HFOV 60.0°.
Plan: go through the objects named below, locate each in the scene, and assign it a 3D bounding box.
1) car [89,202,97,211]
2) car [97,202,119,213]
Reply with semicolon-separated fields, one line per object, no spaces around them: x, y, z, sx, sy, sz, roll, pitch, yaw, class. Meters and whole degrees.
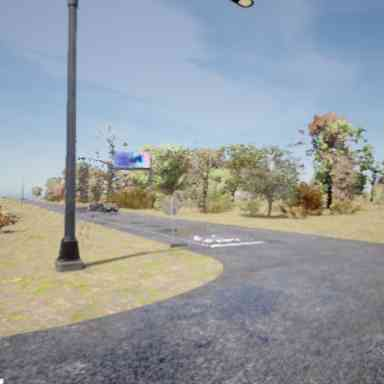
-16.803;2.581;58.466;1.837;1.490;4.892;1;-1;-29;car
-12.864;2.554;51.386;1.895;1.301;4.718;1;-1;-28;car
